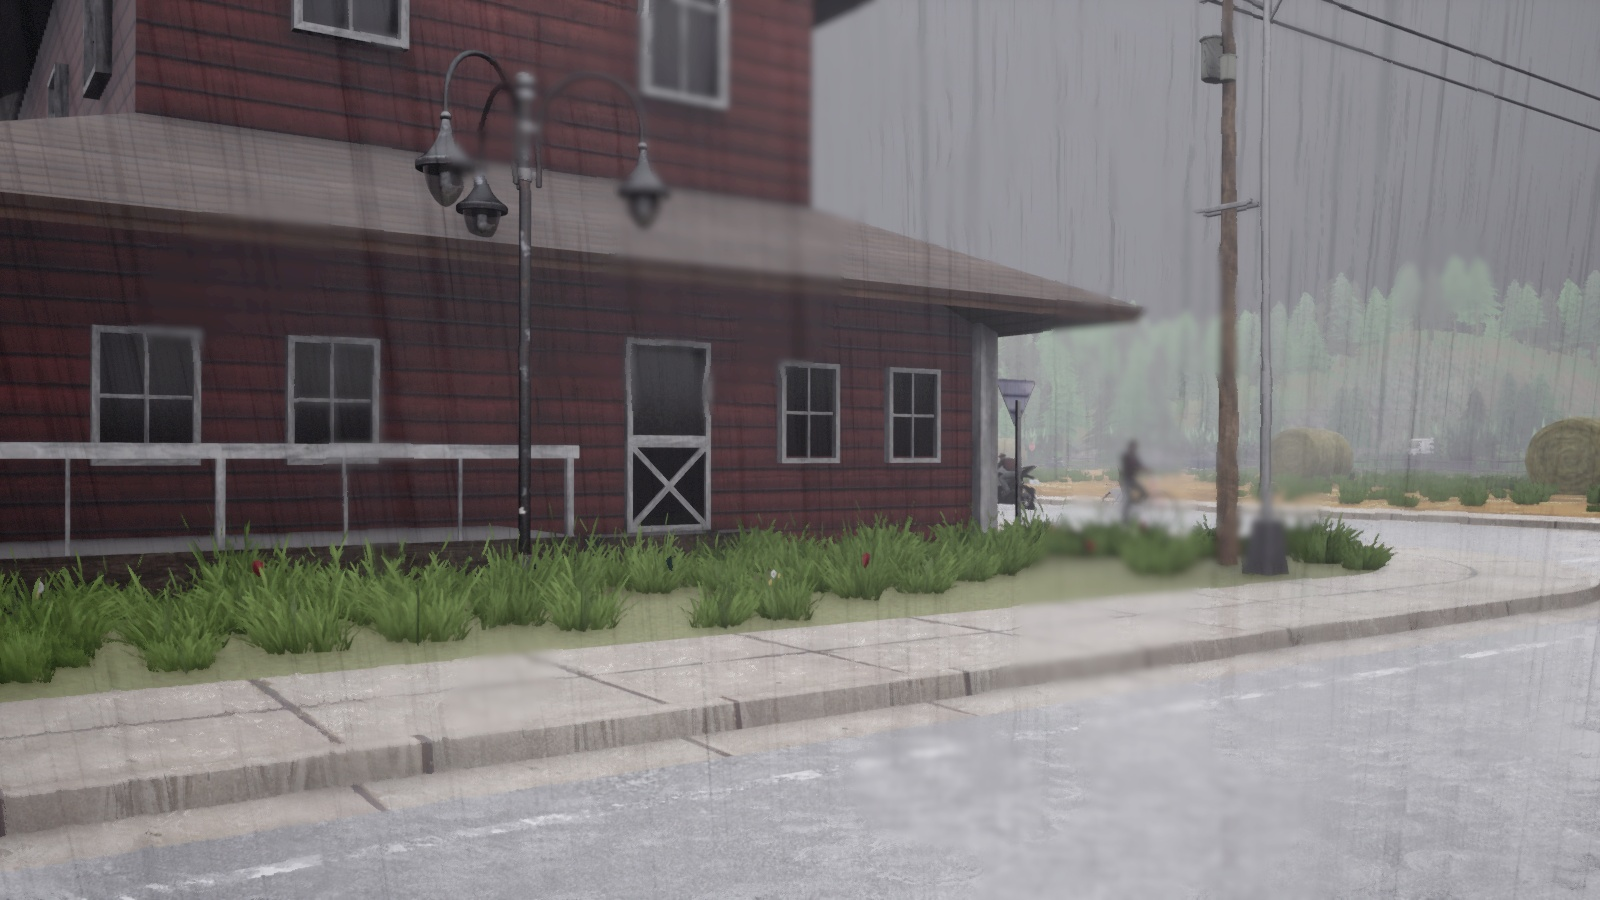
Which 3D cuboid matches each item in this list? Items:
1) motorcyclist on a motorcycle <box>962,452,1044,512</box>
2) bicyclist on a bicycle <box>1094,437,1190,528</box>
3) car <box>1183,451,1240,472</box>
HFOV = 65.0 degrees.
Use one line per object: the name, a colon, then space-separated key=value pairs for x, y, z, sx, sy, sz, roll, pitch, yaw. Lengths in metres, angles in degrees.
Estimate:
motorcyclist on a motorcycle: x=5.362 y=0.823 z=33.280 sx=0.866 sy=1.530 sz=2.191 roll=0 pitch=0 yaw=-36
bicyclist on a bicycle: x=6.850 y=0.636 z=25.217 sx=0.659 sy=1.776 sz=1.843 roll=0 pitch=0 yaw=-36
car: x=30.628 y=0.852 z=93.510 sx=1.789 sy=1.549 sz=3.705 roll=0 pitch=0 yaw=-32
